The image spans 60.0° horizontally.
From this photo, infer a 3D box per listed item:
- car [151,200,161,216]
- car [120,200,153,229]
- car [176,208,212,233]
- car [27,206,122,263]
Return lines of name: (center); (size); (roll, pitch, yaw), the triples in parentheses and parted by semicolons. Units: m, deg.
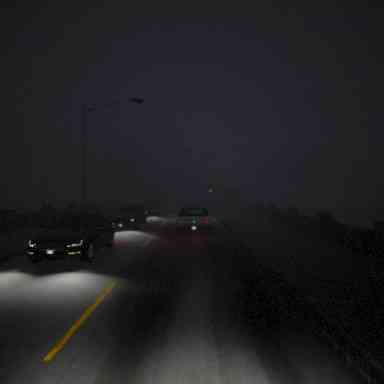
car: (-4.008, 1.497, 32.071); (2.033, 1.411, 5.357); (0, 0, 0)
car: (-4.077, 1.513, 21.730); (2.033, 1.411, 5.357); (0, 0, 0)
car: (0.089, 1.570, 19.512); (1.895, 1.301, 4.718); (0, 0, 0)
car: (-4.098, 1.486, 12.032); (1.837, 1.490, 4.892); (0, 0, 0)
